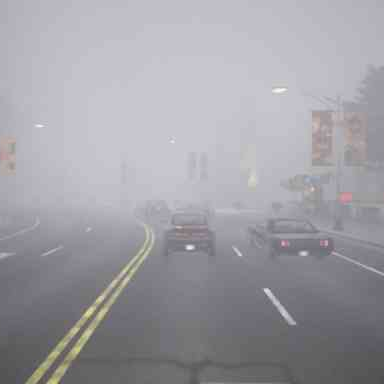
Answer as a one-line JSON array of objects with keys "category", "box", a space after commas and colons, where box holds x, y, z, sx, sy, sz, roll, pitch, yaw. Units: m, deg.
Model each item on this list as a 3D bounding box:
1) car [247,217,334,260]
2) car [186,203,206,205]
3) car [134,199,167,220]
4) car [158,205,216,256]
[{"category": "car", "box": [3.363, 1.597, 12.412, 1.895, 1.301, 4.718, 0, 0, -2]}, {"category": "car", "box": [0.176, 1.592, 28.481, 1.895, 1.301, 4.718, 0, 0, -22]}, {"category": "car", "box": [-3.421, 1.343, 27.950, 2.097, 1.767, 4.553, 0, 0, -23]}, {"category": "car", "box": [-0.165, 1.502, 13.037, 1.837, 1.490, 4.892, 0, 0, -2]}]
